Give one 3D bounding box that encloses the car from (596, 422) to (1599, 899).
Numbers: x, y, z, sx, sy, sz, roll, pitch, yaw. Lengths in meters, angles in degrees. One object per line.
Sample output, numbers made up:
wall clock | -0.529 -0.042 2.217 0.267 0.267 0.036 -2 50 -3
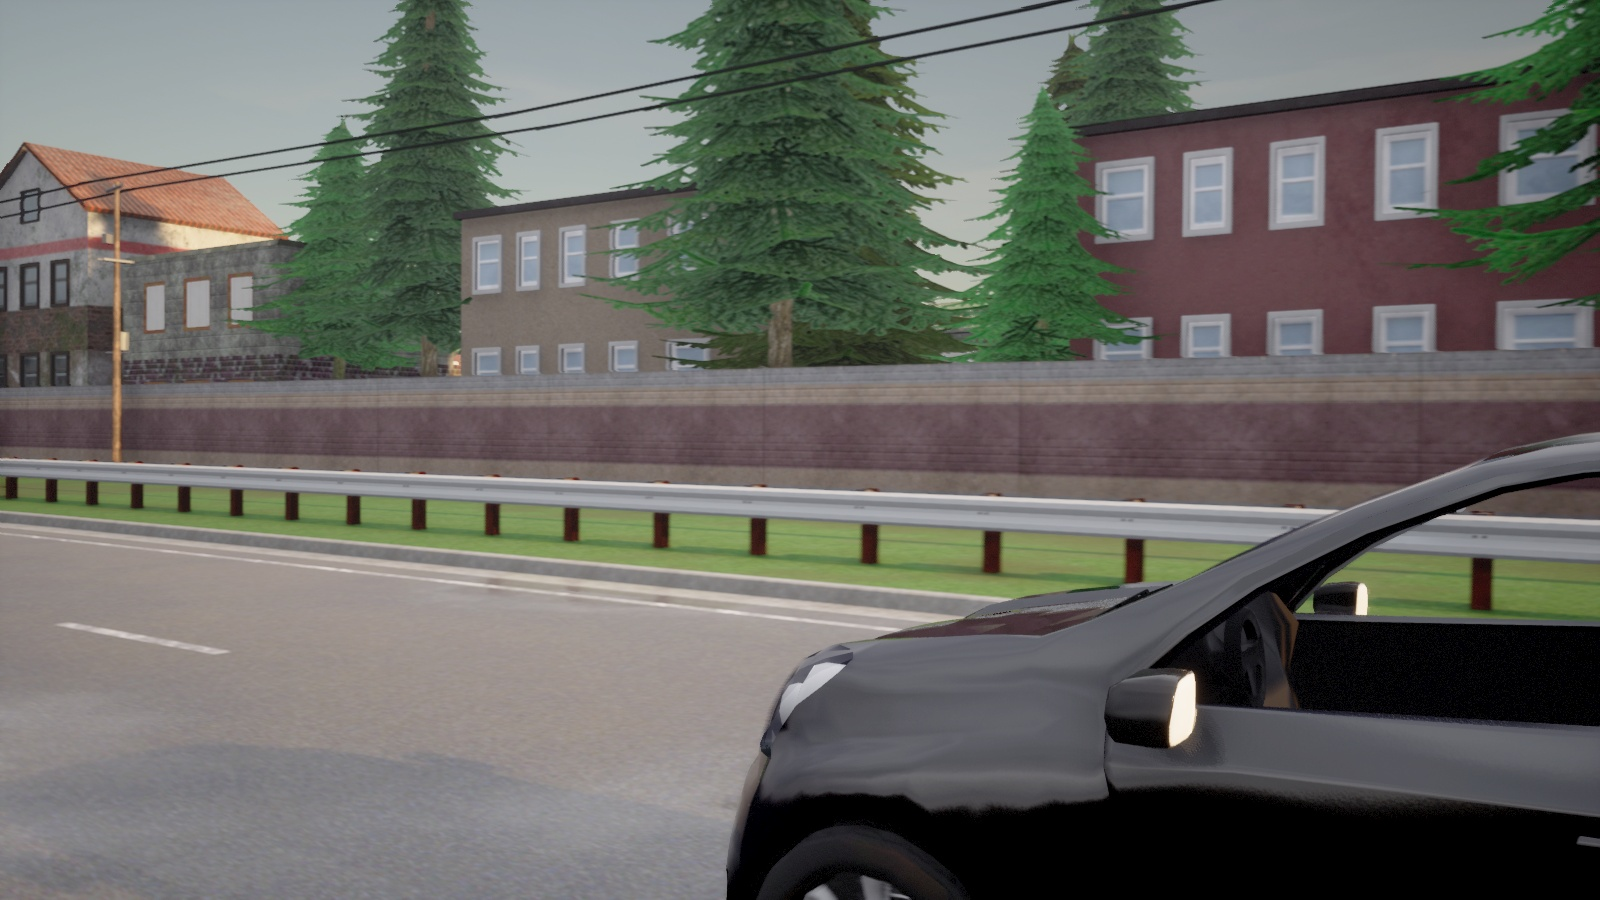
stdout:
car | 1.574 0.696 2.578 3.633 1.501 1.845 0 1 34
